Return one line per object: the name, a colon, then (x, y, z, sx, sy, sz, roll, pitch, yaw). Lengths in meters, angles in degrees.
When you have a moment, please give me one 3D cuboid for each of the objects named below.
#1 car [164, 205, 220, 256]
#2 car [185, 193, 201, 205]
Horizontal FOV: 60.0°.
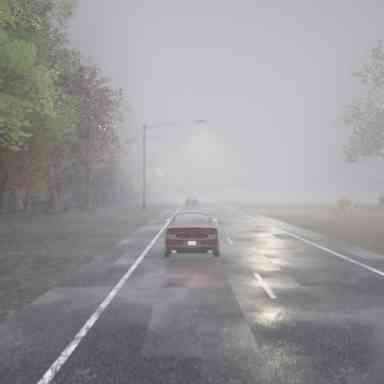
car: (0.001, 1.482, 13.100, 1.882, 1.535, 5.008, 0, 0, 0)
car: (0.009, 1.347, 54.465, 2.097, 1.767, 4.553, 0, 0, 0)
